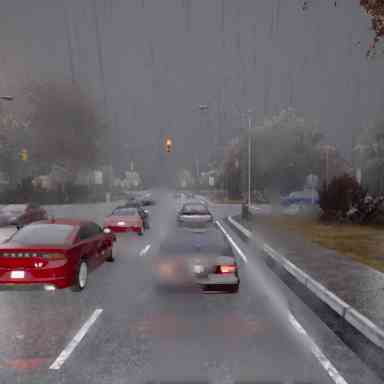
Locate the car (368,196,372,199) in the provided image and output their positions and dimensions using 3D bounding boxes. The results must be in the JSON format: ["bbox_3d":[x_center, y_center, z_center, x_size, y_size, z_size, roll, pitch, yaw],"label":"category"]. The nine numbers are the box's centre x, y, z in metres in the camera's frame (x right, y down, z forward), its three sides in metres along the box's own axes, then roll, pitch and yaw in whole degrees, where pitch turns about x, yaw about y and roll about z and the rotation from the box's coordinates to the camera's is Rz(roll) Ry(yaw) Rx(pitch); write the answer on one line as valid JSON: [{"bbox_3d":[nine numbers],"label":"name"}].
[{"bbox_3d":[24.074,1.217,43.738,5.357,1.411,2.033,0,1,-3],"label":"car"}]

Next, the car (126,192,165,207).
[{"bbox_3d":[-5.964,1.183,41.403,2.128,1.511,4.902,1,1,36],"label":"car"}]

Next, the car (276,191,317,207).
[{"bbox_3d":[13.773,0.896,43.157,5.566,2.045,2.150,0,1,-4],"label":"car"}]

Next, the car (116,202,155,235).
[{"bbox_3d":[-3.395,1.458,17.943,1.994,1.385,4.181,0,0,0],"label":"car"}]

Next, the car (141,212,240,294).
[{"bbox_3d":[0.102,1.516,8.883,2.033,1.411,5.357,0,0,0],"label":"car"}]

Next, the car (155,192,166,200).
[{"bbox_3d":[-7.107,0.873,75.760,2.128,1.511,4.902,0,1,-1],"label":"car"}]

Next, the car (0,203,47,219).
[{"bbox_3d":[-10.403,1.401,20.147,1.812,1.442,4.674,0,1,0],"label":"car"}]

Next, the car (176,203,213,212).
[{"bbox_3d":[0.133,1.380,18.575,2.128,1.511,4.902,0,0,-1],"label":"car"}]

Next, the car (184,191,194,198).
[{"bbox_3d":[-0.473,0.716,86.142,2.128,1.511,4.902,0,1,-4],"label":"car"}]

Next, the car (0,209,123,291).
[{"bbox_3d":[-3.396,1.445,8.956,1.882,1.535,5.008,0,0,0],"label":"car"}]

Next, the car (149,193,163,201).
[{"bbox_3d":[-7.039,0.963,65.372,2.128,1.511,4.902,0,1,0],"label":"car"}]

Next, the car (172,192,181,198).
[{"bbox_3d":[-3.973,0.726,86.048,2.128,1.511,4.902,0,1,-4],"label":"car"}]
